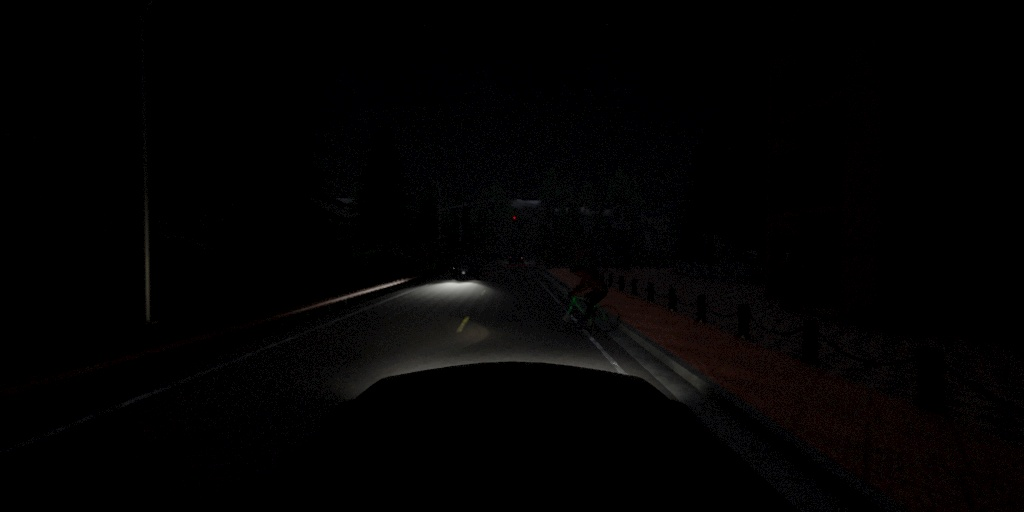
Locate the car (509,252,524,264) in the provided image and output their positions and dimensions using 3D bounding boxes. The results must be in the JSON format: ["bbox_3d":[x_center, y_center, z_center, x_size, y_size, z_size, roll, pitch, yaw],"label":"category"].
[{"bbox_3d":[0.618,0.253,51.598,2.097,1.767,4.553,0,1,1],"label":"car"}]

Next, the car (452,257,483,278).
[{"bbox_3d":[-3.249,0.836,26.694,2.128,1.511,4.902,0,1,1],"label":"car"}]

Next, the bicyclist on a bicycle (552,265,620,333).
[{"bbox_3d":[1.795,1.046,8.640,1.656,1.620,0.582,1,1,1],"label":"bicyclist on a bicycle"}]
